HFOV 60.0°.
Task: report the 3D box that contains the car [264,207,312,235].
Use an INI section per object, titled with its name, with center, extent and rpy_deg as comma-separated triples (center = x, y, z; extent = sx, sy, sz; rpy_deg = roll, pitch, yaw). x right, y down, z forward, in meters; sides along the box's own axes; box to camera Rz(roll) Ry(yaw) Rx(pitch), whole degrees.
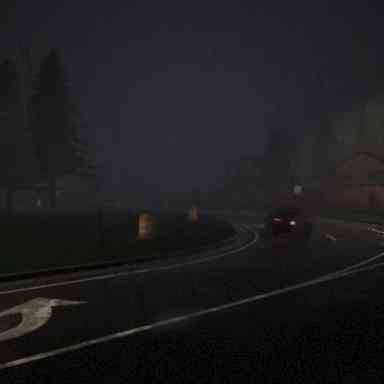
[car]
center = 5.172, 1.497, 18.338
extent = 1.994, 1.385, 4.181
rpy_deg = 0, 0, 6
